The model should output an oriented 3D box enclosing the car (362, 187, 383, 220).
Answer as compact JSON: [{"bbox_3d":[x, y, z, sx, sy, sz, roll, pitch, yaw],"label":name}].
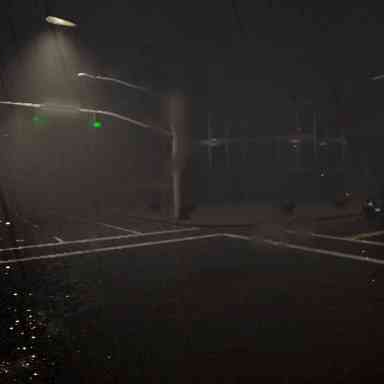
[{"bbox_3d":[11.922,0.471,18.650,5.566,2.045,2.150,-2,1,-32],"label":"car"}]
